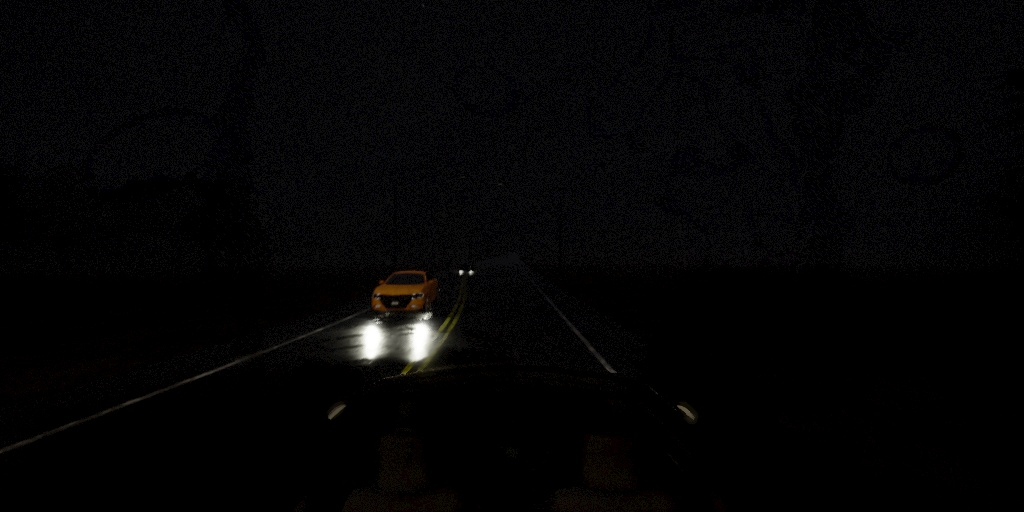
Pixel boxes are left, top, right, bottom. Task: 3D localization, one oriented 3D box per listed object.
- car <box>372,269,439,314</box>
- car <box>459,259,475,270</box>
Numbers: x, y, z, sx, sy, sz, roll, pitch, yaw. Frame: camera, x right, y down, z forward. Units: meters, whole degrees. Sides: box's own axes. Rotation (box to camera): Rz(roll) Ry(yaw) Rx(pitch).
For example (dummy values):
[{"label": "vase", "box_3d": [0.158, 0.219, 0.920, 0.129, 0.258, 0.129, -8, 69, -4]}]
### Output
[{"label": "car", "box_3d": [-4.098, 1.316, 14.453, 1.882, 1.535, 5.008, 0, 0, -5]}, {"label": "car", "box_3d": [-7.060, 1.287, 56.456, 2.097, 1.767, 4.553, 0, 0, 1]}]
